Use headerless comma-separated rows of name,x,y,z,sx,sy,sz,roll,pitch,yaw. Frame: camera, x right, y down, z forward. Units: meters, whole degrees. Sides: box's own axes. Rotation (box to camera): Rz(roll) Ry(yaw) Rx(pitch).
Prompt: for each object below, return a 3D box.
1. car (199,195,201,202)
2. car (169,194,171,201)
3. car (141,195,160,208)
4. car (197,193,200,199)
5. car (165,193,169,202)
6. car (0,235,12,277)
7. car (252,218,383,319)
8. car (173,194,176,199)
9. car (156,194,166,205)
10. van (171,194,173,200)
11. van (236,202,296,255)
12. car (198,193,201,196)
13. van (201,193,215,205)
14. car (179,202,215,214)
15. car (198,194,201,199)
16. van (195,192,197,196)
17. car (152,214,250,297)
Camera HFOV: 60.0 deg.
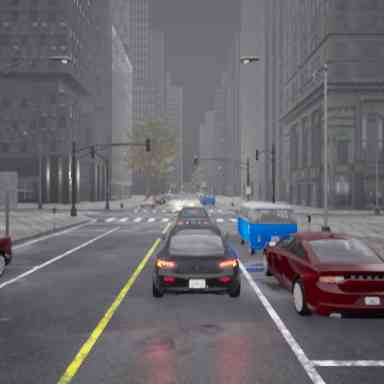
car,2.638,1.466,56.246,1.947,1.339,4.313,0,0,0
car,-5.910,1.439,66.574,2.008,1.369,4.403,0,0,0
car,-5.868,1.441,45.246,1.752,1.417,4.829,0,0,0
car,2.601,1.432,72.486,2.008,1.369,4.403,0,0,0
car,-5.898,1.209,61.285,2.192,1.841,5.009,0,0,0
car,-5.793,1.528,7.323,1.887,1.381,4.507,0,0,0
car,2.762,1.528,7.324,1.887,1.381,4.507,0,0,0
car,-5.958,1.434,87.729,1.947,1.339,4.313,0,0,0
car,-5.886,1.445,55.996,1.887,1.381,4.507,0,0,0
van,-5.934,1.219,77.152,1.690,1.788,3.998,0,0,0
van,2.751,1.313,12.848,1.690,1.788,3.998,0,0,0
car,2.613,1.469,67.073,1.802,1.307,4.206,0,0,0
van,2.651,1.248,50.833,1.690,1.788,3.998,0,0,0
car,0.060,1.509,17.967,2.033,1.411,5.357,0,0,0
car,2.626,1.438,61.659,1.887,1.381,4.507,0,0,0
van,2.553,1.205,94.139,1.690,1.788,3.998,0,0,0
car,0.089,1.507,8.378,1.812,1.442,4.674,0,0,0
